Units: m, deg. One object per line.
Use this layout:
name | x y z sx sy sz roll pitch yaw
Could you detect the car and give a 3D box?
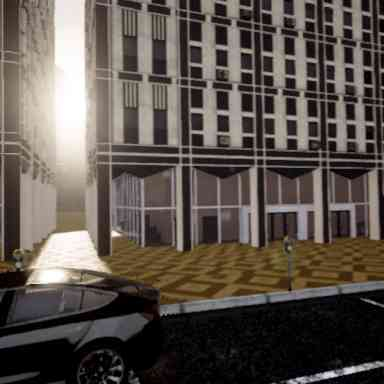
car | -2.480 1.722 4.164 4.313 1.339 1.947 0 -2 -19
